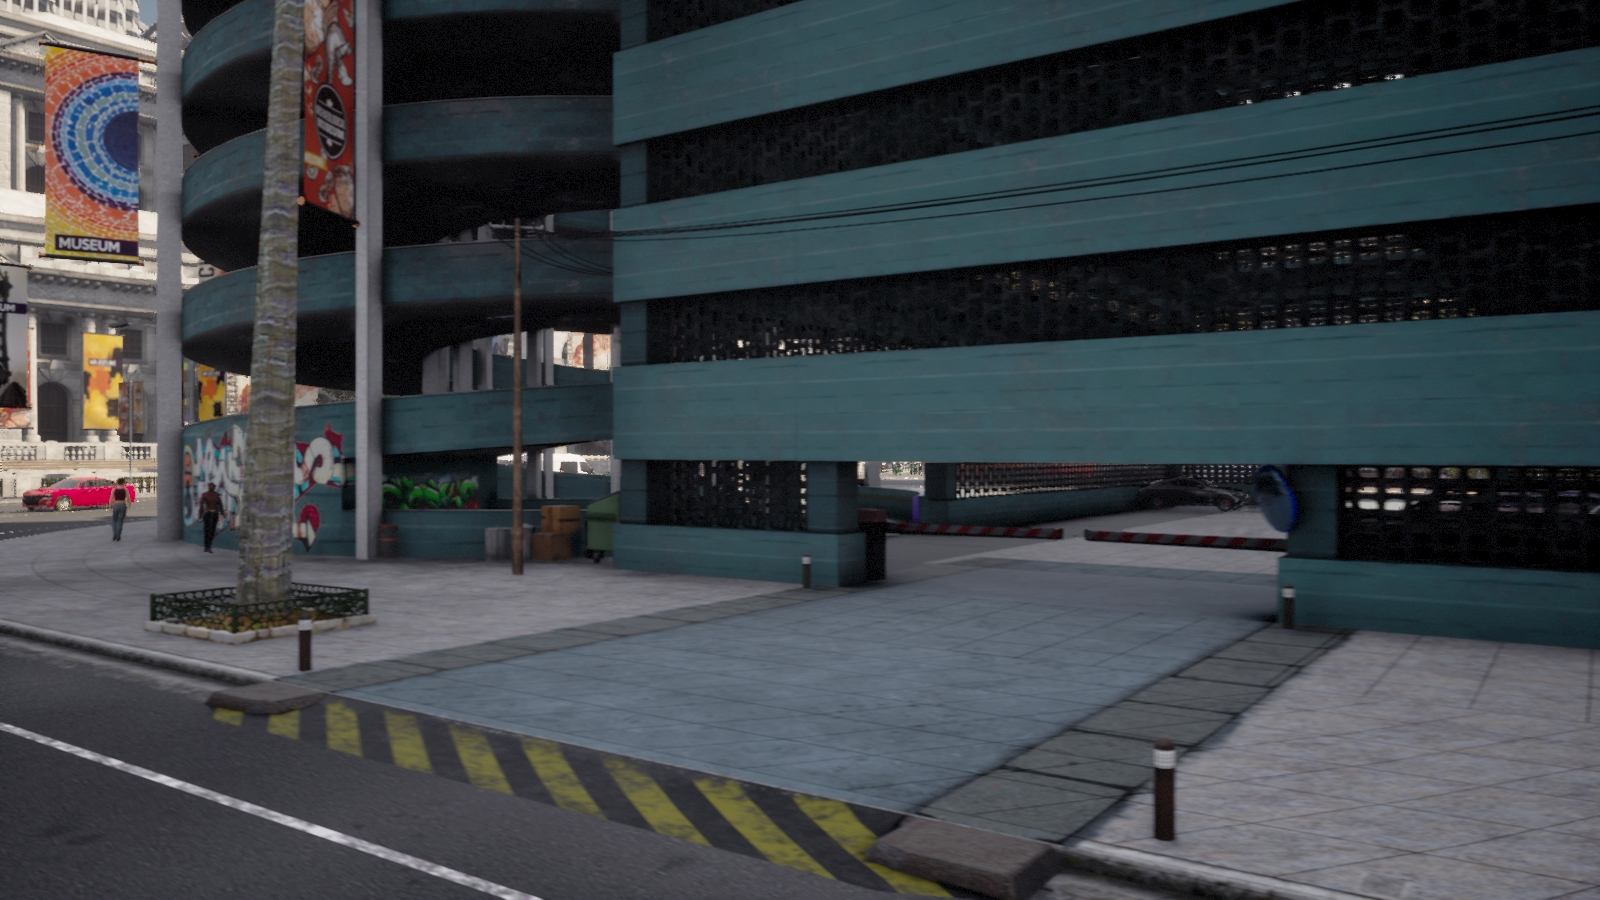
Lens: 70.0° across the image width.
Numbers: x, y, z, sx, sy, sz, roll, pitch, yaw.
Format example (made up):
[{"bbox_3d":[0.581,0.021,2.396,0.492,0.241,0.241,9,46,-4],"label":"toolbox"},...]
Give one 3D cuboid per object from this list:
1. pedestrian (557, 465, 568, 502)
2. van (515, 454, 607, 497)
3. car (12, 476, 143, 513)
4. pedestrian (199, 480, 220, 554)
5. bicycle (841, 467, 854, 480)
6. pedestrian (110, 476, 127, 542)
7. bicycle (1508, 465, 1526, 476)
[{"bbox_3d":[-12.141,1.691,58.368,0.375,1.860,0.375,0,0,34],"label":"pedestrian"},{"bbox_3d":[-14.948,1.526,71.899,1.988,2.561,5.915,0,0,35],"label":"van"},{"bbox_3d":[-33.555,2.025,53.250,2.097,1.535,5.006,0,0,17],"label":"car"},{"bbox_3d":[-14.964,1.691,28.960,0.375,1.860,0.375,0,0,-43],"label":"pedestrian"},{"bbox_3d":[4.379,2.197,105.748,0.373,1.196,1.643,0,0,36],"label":"bicycle"},{"bbox_3d":[-19.629,1.690,32.892,0.375,1.860,0.375,0,0,-23],"label":"pedestrian"},{"bbox_3d":[76.595,2.205,122.078,1.643,1.196,0.373,0,0,35],"label":"bicycle"}]
